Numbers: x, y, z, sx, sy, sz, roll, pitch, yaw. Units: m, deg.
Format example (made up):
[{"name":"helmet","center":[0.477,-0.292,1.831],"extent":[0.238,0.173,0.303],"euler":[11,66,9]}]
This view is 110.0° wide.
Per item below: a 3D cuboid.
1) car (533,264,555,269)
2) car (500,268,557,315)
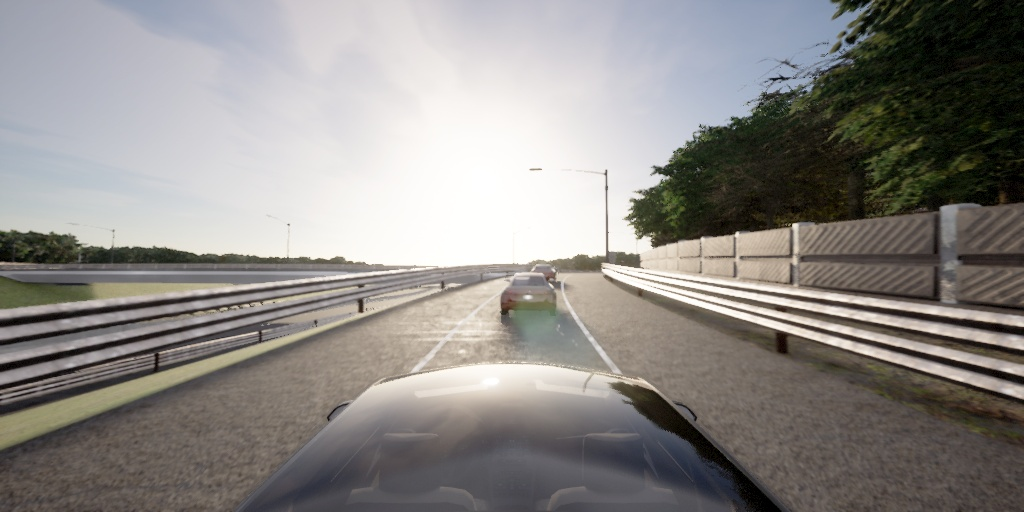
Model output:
[{"name":"car","center":[2.554,1.365,29.064],"extent":[1.994,1.385,4.181],"euler":[0,0,9]},{"name":"car","center":[0.669,1.332,13.798],"extent":[1.994,1.385,4.181],"euler":[0,0,4]}]
